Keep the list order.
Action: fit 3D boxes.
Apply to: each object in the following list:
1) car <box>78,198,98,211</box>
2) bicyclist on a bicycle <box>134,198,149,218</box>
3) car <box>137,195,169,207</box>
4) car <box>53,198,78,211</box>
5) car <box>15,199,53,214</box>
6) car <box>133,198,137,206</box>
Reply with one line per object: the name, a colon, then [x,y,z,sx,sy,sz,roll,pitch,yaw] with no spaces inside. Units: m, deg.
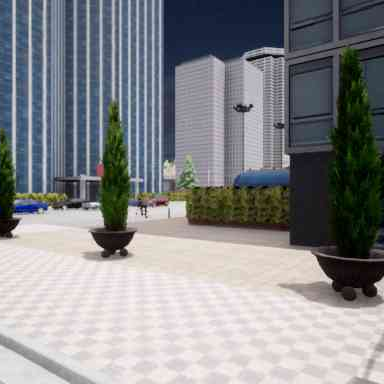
car: [-11.349,1.599,41.528,1.895,1.301,4.718,0,0,35]
bicyclist on a bicycle: [-4.087,1.300,26.668,1.656,1.620,0.582,0,0,35]
car: [-5.500,1.350,49.828,2.097,1.767,4.553,0,0,35]
car: [-15.226,1.476,42.099,1.882,1.535,5.008,0,0,35]
car: [-17.060,1.476,33.396,1.882,1.535,5.008,0,0,35]
car: [-9.297,1.545,50.524,2.033,1.411,5.357,0,0,35]
